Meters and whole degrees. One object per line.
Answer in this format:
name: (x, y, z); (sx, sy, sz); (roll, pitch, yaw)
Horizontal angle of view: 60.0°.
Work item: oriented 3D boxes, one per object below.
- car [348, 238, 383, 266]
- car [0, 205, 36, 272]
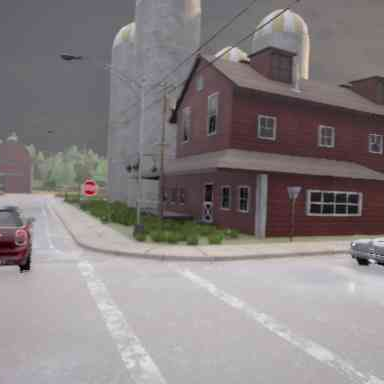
car: (7.623, 1.924, 11.320); (4.718, 1.301, 1.895); (2, 0, -25)
car: (-5.826, 1.145, 9.820); (2.097, 1.767, 4.553); (2, 0, -25)
